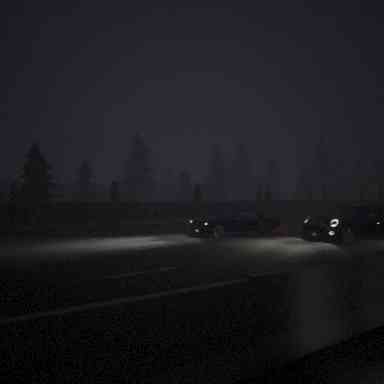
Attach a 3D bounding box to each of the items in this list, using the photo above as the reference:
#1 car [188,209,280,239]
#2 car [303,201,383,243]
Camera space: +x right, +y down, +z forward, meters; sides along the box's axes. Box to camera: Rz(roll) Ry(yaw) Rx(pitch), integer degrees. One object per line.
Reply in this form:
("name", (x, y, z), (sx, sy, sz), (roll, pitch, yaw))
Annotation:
("car", (2.195, 1.587, 17.341), (4.718, 1.301, 1.895), (0, 0, -28))
("car", (7.610, 1.356, 16.143), (4.553, 1.767, 2.097), (0, 0, -26))
